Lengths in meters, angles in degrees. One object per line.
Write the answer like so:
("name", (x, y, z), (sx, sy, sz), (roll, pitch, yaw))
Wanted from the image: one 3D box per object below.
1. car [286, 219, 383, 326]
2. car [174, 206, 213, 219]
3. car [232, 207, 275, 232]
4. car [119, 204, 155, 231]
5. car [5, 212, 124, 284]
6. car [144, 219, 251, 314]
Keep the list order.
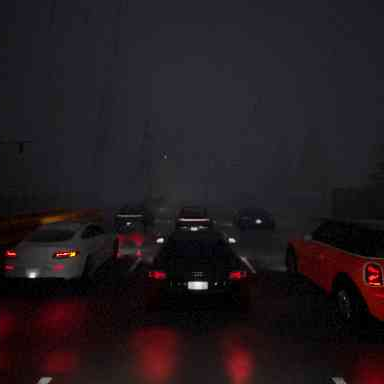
("car", (3.599, 1.351, 7.212), (2.097, 1.767, 4.553), (0, 0, 0))
("car", (0.097, 1.492, 17.635), (2.128, 1.511, 4.902), (0, 0, 0))
("car", (3.597, 1.564, 19.956), (1.994, 1.385, 4.181), (0, 0, 0))
("car", (-3.404, 1.491, 20.297), (2.128, 1.511, 4.902), (0, 0, 0))
("car", (-3.403, 1.526, 9.424), (1.812, 1.442, 4.674), (0, 0, 0))
("car", (0.099, 1.564, 7.686), (1.994, 1.385, 4.181), (0, 0, 0))
